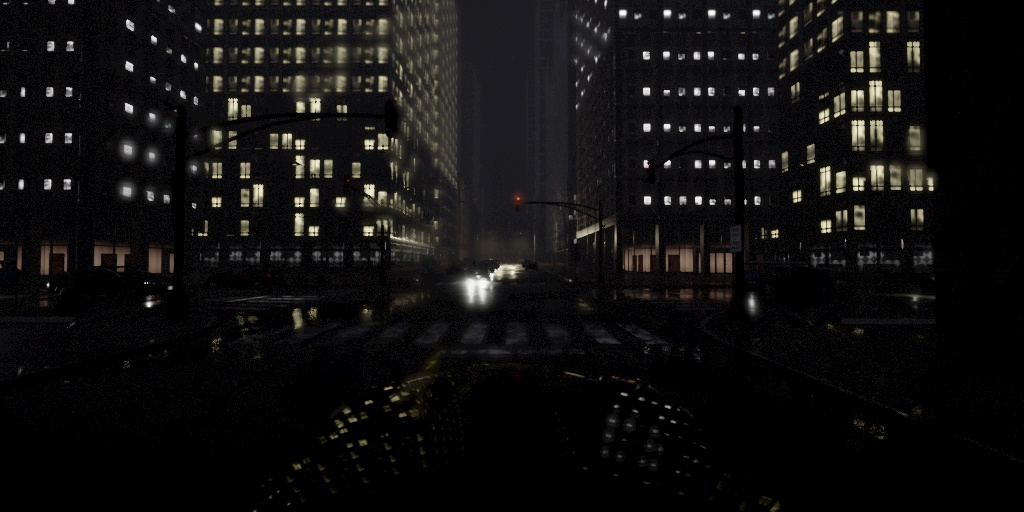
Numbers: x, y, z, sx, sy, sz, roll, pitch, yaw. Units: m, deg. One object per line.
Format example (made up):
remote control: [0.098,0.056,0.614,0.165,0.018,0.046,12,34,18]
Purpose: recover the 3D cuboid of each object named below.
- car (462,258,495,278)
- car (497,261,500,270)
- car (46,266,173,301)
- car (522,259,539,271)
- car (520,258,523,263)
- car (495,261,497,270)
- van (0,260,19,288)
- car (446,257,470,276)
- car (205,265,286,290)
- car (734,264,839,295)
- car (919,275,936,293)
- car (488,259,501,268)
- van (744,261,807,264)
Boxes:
car: [-3.100,1.254,34.101,2.128,1.511,4.902,0,0,0]
car: [-3.101,1.333,53.112,1.994,1.385,4.181,0,0,0]
car: [-18.088,1.191,16.425,4.902,1.511,2.128,0,-1,0]
car: [2.687,1.350,48.846,1.802,1.307,4.207,0,0,0]
car: [2.687,1.298,60.172,1.751,1.417,4.829,0,0,0]
car: [-3.096,1.291,43.555,1.812,1.442,4.674,0,0,0]
van: [-33.440,1.132,22.233,3.998,1.789,1.690,0,0,0]
car: [-5.693,1.203,37.634,1.967,1.591,4.097,0,0,0]
car: [-16.494,1.255,22.196,4.097,1.591,1.967,0,0,0]
car: [14.872,1.321,19.553,4.892,1.490,1.837,0,-1,0]
car: [25.272,1.315,19.528,5.008,1.535,1.882,0,-1,0]
car: [-3.060,1.321,62.796,2.033,1.411,5.357,0,0,0]
van: [15.980,1.210,22.125,3.998,1.789,1.690,0,0,0]
